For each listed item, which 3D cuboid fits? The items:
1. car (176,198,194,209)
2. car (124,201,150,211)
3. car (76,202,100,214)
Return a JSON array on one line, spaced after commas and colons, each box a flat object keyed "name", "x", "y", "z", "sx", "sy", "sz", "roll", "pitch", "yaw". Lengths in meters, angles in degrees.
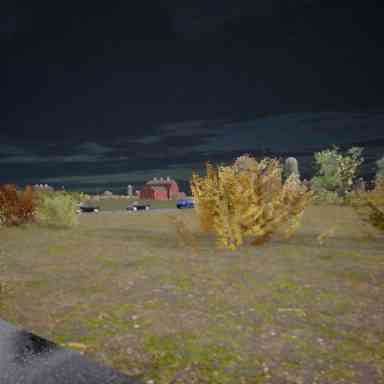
[{"name": "car", "x": -0.641, "y": 2.072, "z": 60.214, "sx": 2.150, "sy": 2.045, "sz": 5.566, "roll": -2, "pitch": -2, "yaw": 36}, {"name": "car", "x": -8.975, "y": 2.348, "z": 54.817, "sx": 1.837, "sy": 1.490, "sz": 4.892, "roll": -2, "pitch": -2, "yaw": 36}, {"name": "car", "x": -15.139, "y": 2.234, "z": 46.269, "sx": 1.837, "sy": 1.490, "sz": 4.892, "roll": -2, "pitch": -2, "yaw": 36}]
